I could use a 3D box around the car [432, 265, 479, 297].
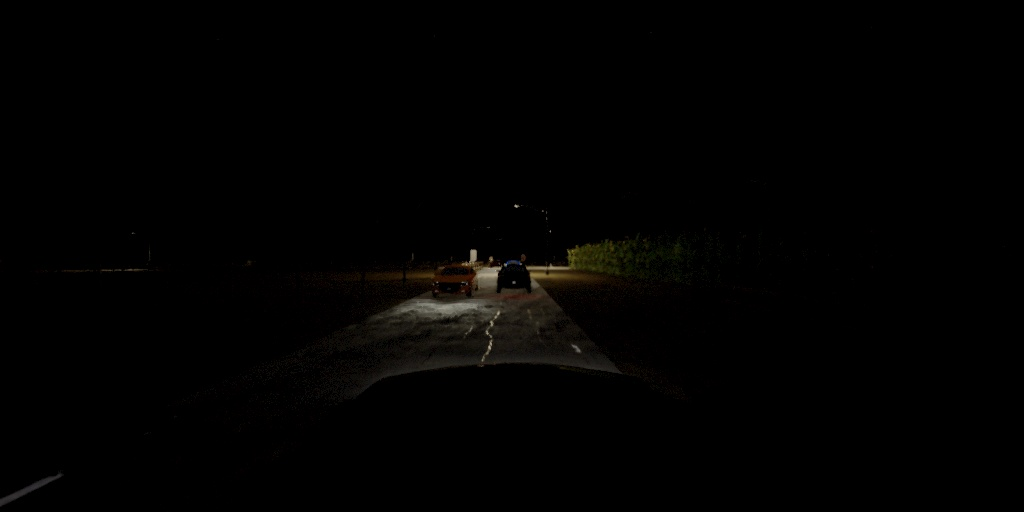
[{"bbox_3d":[-2.851,1.213,18.761,1.882,1.535,5.008,0,0,0],"label":"car"}]

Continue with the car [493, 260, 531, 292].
[{"bbox_3d":[0.099,1.216,21.156,1.882,1.535,5.008,0,0,0],"label":"car"}]

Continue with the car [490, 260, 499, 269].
[{"bbox_3d":[-2.757,1.353,60.620,1.895,1.301,4.718,0,-1,0],"label":"car"}]
